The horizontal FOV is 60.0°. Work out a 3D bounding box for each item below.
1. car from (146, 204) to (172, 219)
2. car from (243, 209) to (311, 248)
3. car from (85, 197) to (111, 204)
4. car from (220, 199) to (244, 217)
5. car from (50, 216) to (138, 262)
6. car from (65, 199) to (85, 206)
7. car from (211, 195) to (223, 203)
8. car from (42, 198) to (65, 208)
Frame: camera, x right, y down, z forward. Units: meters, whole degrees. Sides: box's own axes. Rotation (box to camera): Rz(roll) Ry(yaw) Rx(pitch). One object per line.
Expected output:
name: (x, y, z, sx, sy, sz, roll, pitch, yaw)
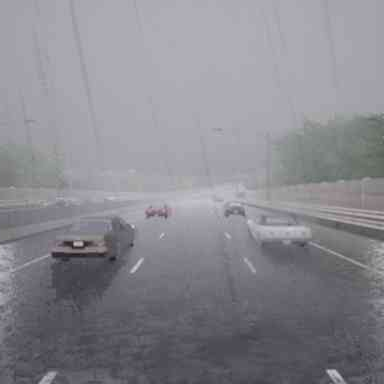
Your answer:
car: (-2.967, 1.716, 30.531, 1.895, 1.301, 4.718, 0, 0, 2)
car: (3.720, 1.654, 15.095, 1.895, 1.301, 4.718, 0, 0, 1)
car: (-13.068, 1.560, 47.580, 2.097, 1.767, 4.553, 0, 0, 3)
car: (4.099, 1.662, 32.744, 1.812, 1.442, 4.674, 0, 0, 2)
car: (-3.319, 1.586, 12.301, 2.033, 1.411, 5.357, 0, 0, 1)
car: (-16.487, 1.764, 49.601, 2.033, 1.411, 5.357, 0, 0, 3)
car: (6.841, 2.001, 87.401, 2.097, 1.767, 4.553, 0, -1, 4)
car: (-20.039, 1.693, 48.390, 2.128, 1.511, 4.902, 0, 0, 3)
